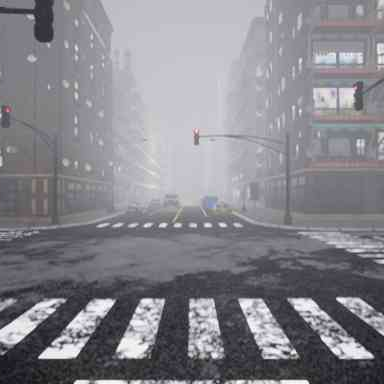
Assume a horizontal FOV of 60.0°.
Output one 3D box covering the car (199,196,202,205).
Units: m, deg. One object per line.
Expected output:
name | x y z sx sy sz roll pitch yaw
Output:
car | 2.533 1.341 49.899 2.192 1.841 5.009 1 0 0

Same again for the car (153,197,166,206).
car | -5.355 1.558 55.322 1.752 1.417 4.829 1 0 0

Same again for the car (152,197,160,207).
car | -5.351 1.608 49.834 1.802 1.307 4.206 1 0 0

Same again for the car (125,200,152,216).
car | -5.465 1.561 32.861 2.008 1.369 4.403 1 0 0

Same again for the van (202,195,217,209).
van | 2.570 1.361 44.246 1.690 1.788 3.998 1 0 0

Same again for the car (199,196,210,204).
car | 2.515 1.597 66.868 2.008 1.369 4.403 1 0 0

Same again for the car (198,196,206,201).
car | 2.500 1.618 83.836 1.887 1.381 4.507 1 0 0

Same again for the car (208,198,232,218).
car | 2.677 1.534 30.412 1.752 1.417 4.829 1 0 0

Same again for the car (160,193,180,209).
car | -2.790 1.227 45.894 2.150 2.045 5.566 0 0 0

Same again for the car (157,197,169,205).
car | -5.361 1.621 61.150 1.802 1.307 4.206 1 0 0
